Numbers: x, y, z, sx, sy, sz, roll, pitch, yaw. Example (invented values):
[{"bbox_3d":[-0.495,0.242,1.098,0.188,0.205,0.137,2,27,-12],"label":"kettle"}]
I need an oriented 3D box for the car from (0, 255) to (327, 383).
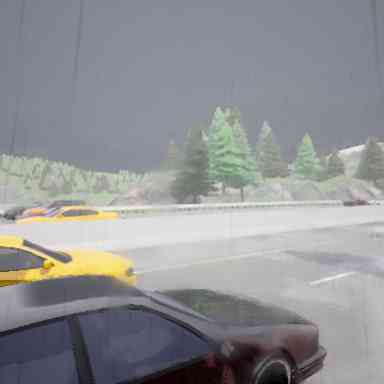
[{"bbox_3d":[-1.076,1.546,2.981,5.357,1.411,2.033,0,0,-36],"label":"car"}]

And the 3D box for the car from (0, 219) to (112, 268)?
[{"bbox_3d":[-3.387,1.477,5.631,5.008,1.535,1.882,0,0,-36],"label":"car"}]

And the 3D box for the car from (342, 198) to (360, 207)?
[{"bbox_3d":[25.108,1.563,50.411,4.718,1.301,1.895,0,0,-26],"label":"car"}]

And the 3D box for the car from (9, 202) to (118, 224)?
[{"bbox_3d":[-6.172,1.470,16.796,5.008,1.535,1.882,0,0,-36],"label":"car"}]

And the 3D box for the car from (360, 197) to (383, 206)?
[{"bbox_3d":[26.665,1.491,47.277,4.674,1.442,1.812,0,0,-26],"label":"car"}]

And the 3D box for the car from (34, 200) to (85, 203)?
[{"bbox_3d":[-9.318,1.342,23.152,4.553,1.767,2.097,0,0,-36],"label":"car"}]

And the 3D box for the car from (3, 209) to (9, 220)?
[{"bbox_3d":[-11.768,1.483,25.703,4.902,1.511,2.128,0,0,-36],"label":"car"}]

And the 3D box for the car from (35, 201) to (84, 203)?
[{"bbox_3d":[-7.844,1.517,19.903,4.674,1.442,1.812,0,0,-36],"label":"car"}]
